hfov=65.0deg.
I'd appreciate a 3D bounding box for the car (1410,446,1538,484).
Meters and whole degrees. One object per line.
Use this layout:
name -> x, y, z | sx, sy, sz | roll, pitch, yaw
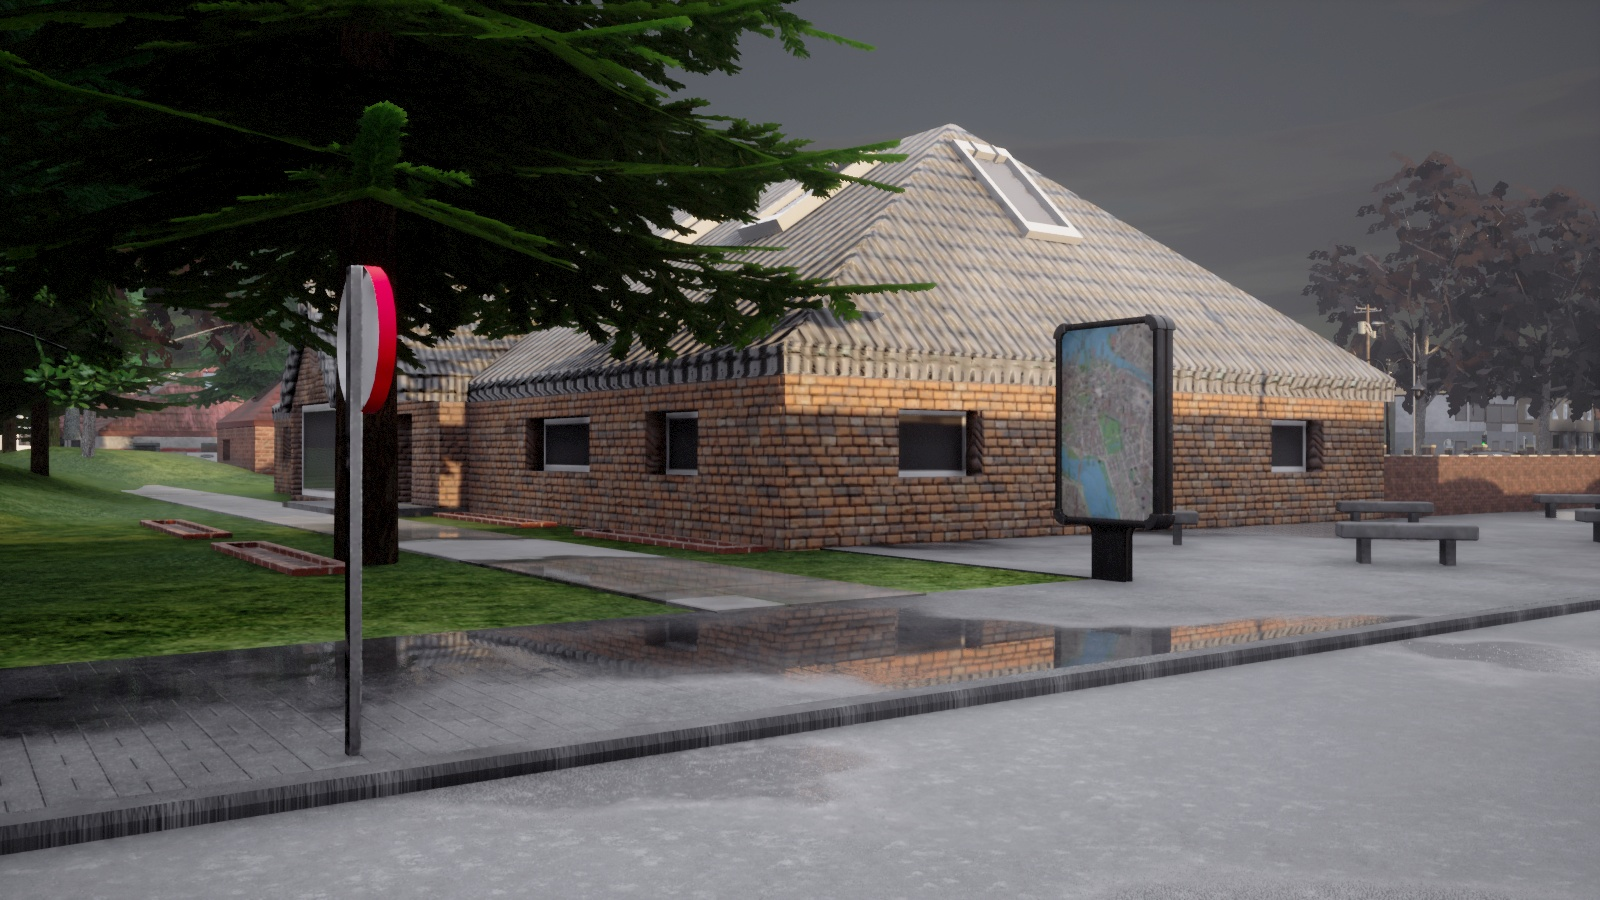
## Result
car -> 30.707, 0.664, 57.341 | 2.242, 1.667, 4.611 | 0, 0, -37
